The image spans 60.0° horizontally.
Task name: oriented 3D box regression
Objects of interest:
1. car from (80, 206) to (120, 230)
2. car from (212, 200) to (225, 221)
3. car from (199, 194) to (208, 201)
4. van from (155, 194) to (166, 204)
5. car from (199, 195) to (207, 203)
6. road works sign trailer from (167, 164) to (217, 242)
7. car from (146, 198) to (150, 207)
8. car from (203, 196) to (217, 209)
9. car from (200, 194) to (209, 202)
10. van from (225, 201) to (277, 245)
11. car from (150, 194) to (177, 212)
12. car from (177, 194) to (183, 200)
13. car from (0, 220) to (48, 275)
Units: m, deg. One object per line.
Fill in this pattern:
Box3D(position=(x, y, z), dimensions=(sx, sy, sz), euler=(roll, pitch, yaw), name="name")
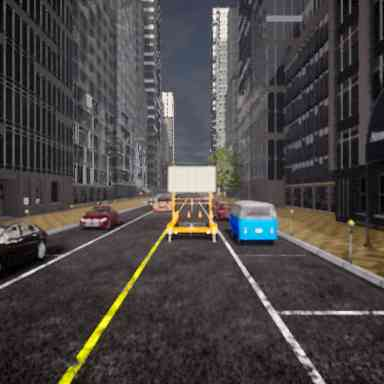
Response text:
Box3D(position=(-5.688, 1.562, 20.957), dimensions=(1.802, 1.307, 4.206), euler=(0, 0, 0), name="car")
Box3D(position=(2.694, 1.557, 26.645), dimensions=(1.802, 1.307, 4.206), euler=(0, 0, 0), name="car")
Box3D(position=(2.702, 1.328, 77.877), dimensions=(1.967, 1.590, 4.097), euler=(0, 0, 0), name="car")
Box3D(position=(-5.681, 1.271, 60.805), dimensions=(1.690, 1.788, 3.998), euler=(0, 0, 0), name="van")
Box3D(position=(2.699, 1.492, 55.108), dimensions=(2.008, 1.369, 4.403), euler=(0, 0, 0), name="car")
Box3D(position=(0.002, 0.449, 16.279), dimensions=(2.380, 3.560, 2.880), euler=(0, 0, 0), name="road works sign trailer")
Box3D(position=(-5.683, 1.502, 49.420), dimensions=(2.008, 1.369, 4.403), euler=(0, 0, 0), name="car")
Box3D(position=(2.697, 1.540, 43.723), dimensions=(1.802, 1.307, 4.206), euler=(0, 0, 0), name="car")
Box3D(position=(2.702, 1.342, 72.185), dimensions=(1.967, 1.590, 4.097), euler=(0, 0, 0), name="car")
Box3D(position=(2.692, 1.327, 15.261), dimensions=(1.690, 1.788, 3.998), euler=(0, 0, 0), name="van")
Box3D(position=(-3.089, 1.317, 37.220), dimensions=(2.097, 1.767, 4.553), euler=(0, 0, 0), name="car")
Box3D(position=(-2.989, 1.260, 78.343), dimensions=(1.882, 1.535, 5.008), euler=(0, 0, 0), name="car")
Box3D(position=(-5.689, 1.542, 9.573), dimensions=(2.008, 1.369, 4.403), euler=(0, 0, 0), name="car")
